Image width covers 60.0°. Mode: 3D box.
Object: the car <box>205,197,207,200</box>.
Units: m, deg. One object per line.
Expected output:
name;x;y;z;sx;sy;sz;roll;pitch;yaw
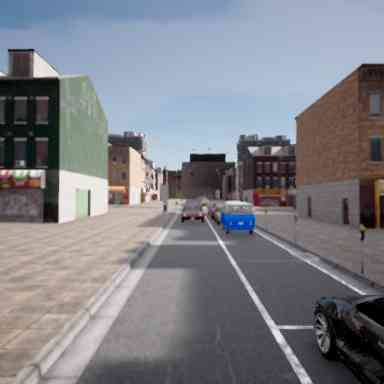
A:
car;2.559;1.988;63.354;1.752;1.417;4.829;1;-1;0

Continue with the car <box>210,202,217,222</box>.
car;2.611;1.692;25.428;1.752;1.417;4.829;1;0;0

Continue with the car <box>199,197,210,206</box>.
car;2.552;1.950;68.688;1.967;1.590;4.097;1;-1;0

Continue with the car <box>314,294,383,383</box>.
car;2.643;1.586;3.096;1.947;1.339;4.313;1;0;0

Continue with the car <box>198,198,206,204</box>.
car;2.526;2.215;85.196;2.008;1.369;4.403;1;-1;0

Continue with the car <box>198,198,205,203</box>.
car;2.518;2.300;90.699;1.802;1.307;4.206;1;-1;0

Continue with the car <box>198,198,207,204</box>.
car;2.534;2.177;79.693;1.947;1.339;4.313;1;-1;0

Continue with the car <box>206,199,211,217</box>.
car;2.605;1.645;30.799;1.967;1.590;4.097;1;0;0

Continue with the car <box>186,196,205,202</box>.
car;0.048;1.608;37.690;2.097;1.767;4.553;0;0;0

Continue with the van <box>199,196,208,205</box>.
van;2.545;1.901;74.192;1.690;1.788;3.998;1;-1;0

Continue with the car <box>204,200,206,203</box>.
car;2.596;1.791;36.339;1.887;1.381;4.507;1;0;0

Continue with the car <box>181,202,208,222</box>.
car;0.063;1.783;27.664;1.895;1.301;4.718;0;0;0

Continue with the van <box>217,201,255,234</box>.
van;2.622;1.468;19.718;1.690;1.788;3.998;1;0;0
